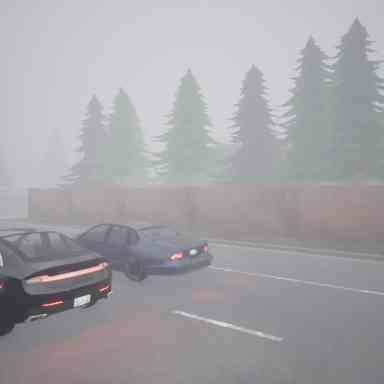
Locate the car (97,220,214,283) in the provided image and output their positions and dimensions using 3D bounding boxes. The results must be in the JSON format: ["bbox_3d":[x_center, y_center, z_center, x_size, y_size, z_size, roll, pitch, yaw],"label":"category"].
[{"bbox_3d":[-1.998,1.547,9.738,5.357,1.411,2.033,0,0,36],"label":"car"}]

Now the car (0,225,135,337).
[{"bbox_3d":[-3.690,1.492,6.643,4.902,1.511,2.128,0,0,36],"label":"car"}]
